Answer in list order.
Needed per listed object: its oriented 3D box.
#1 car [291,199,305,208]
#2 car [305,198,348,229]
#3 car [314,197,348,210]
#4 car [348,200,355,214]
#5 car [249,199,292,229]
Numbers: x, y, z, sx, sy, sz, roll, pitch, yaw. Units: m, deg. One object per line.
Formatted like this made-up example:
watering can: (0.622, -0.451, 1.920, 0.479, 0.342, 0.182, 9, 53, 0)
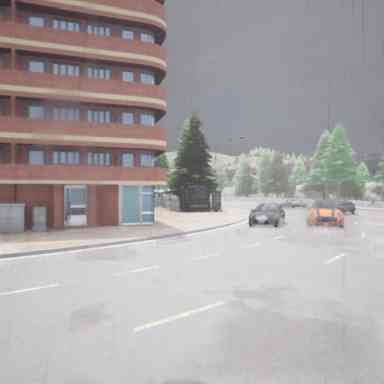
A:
car: (14.244, 1.598, 46.757, 1.895, 1.301, 4.718, 0, 0, -14)
car: (8.790, 1.349, 21.979, 2.097, 1.767, 4.553, 0, 0, 21)
car: (18.334, 1.475, 44.038, 1.882, 1.535, 5.008, 0, 0, -8)
car: (15.332, 1.490, 34.783, 2.128, 1.511, 4.902, 0, 0, 4)
car: (5.109, 1.492, 22.155, 2.128, 1.511, 4.902, 0, 0, 23)
